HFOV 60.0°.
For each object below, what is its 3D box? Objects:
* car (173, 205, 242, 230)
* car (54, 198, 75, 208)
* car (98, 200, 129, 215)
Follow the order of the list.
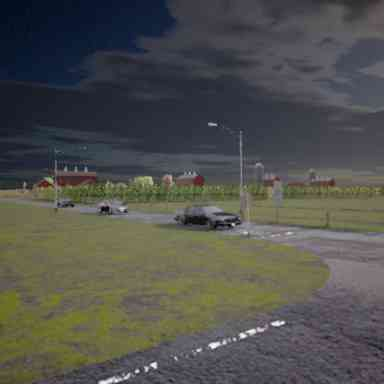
[{"bbox_3d":[0.847,1.574,22.007,2.033,1.411,5.357,-1,0,-38],"label":"car"},{"bbox_3d":[-19.235,1.661,50.029,2.033,1.411,5.357,-1,0,-35],"label":"car"},{"bbox_3d":[-8.187,1.541,34.298,2.128,1.511,4.902,-1,0,-35],"label":"car"}]
